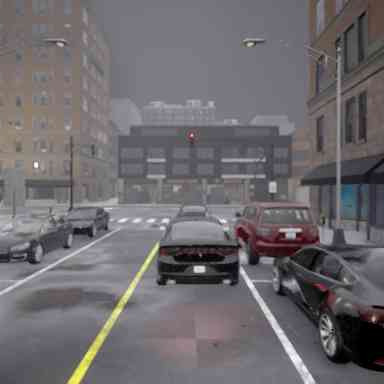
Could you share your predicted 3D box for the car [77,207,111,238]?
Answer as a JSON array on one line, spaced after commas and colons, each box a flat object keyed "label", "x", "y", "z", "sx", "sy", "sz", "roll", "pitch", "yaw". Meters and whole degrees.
[{"label": "car", "x": -5.390, "y": 1.434, "z": 16.936, "sx": 1.947, "sy": 1.339, "sz": 4.313, "roll": 0, "pitch": 0, "yaw": 0}]

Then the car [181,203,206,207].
[{"label": "car", "x": 0.078, "y": 1.367, "z": 17.600, "sx": 1.837, "sy": 1.490, "sz": 4.892, "roll": 0, "pitch": 0, "yaw": 0}]

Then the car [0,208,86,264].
[{"label": "car", "x": -5.389, "y": 1.462, "z": 11.274, "sx": 2.008, "sy": 1.369, "sz": 4.403, "roll": 0, "pitch": 0, "yaw": 0}]

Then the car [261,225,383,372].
[{"label": "car", "x": 2.637, "y": 1.521, "z": 5.614, "sx": 1.947, "sy": 1.339, "sz": 4.313, "roll": 0, "pitch": 0, "yaw": 0}]

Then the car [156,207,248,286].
[{"label": "car", "x": 0.088, "y": 1.405, "z": 9.240, "sx": 1.882, "sy": 1.535, "sz": 5.008, "roll": 0, "pitch": 0, "yaw": -1}]

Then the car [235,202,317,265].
[{"label": "car", "x": 2.636, "y": 1.226, "z": 11.274, "sx": 2.192, "sy": 1.841, "sz": 5.009, "roll": 0, "pitch": 0, "yaw": 0}]
